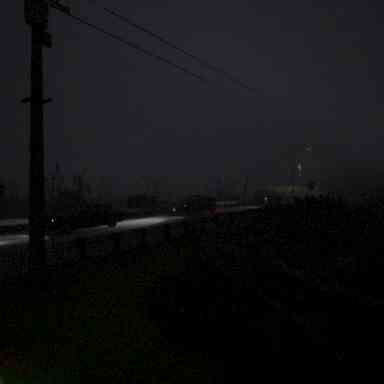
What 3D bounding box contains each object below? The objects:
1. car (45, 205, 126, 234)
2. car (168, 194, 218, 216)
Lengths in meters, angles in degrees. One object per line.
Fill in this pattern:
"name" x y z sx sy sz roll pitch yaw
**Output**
"car" -6.004 1.410 18.194 1.895 1.301 4.718 0 2 37
"car" 0.156 0.956 26.396 2.128 1.511 4.902 0 2 37
